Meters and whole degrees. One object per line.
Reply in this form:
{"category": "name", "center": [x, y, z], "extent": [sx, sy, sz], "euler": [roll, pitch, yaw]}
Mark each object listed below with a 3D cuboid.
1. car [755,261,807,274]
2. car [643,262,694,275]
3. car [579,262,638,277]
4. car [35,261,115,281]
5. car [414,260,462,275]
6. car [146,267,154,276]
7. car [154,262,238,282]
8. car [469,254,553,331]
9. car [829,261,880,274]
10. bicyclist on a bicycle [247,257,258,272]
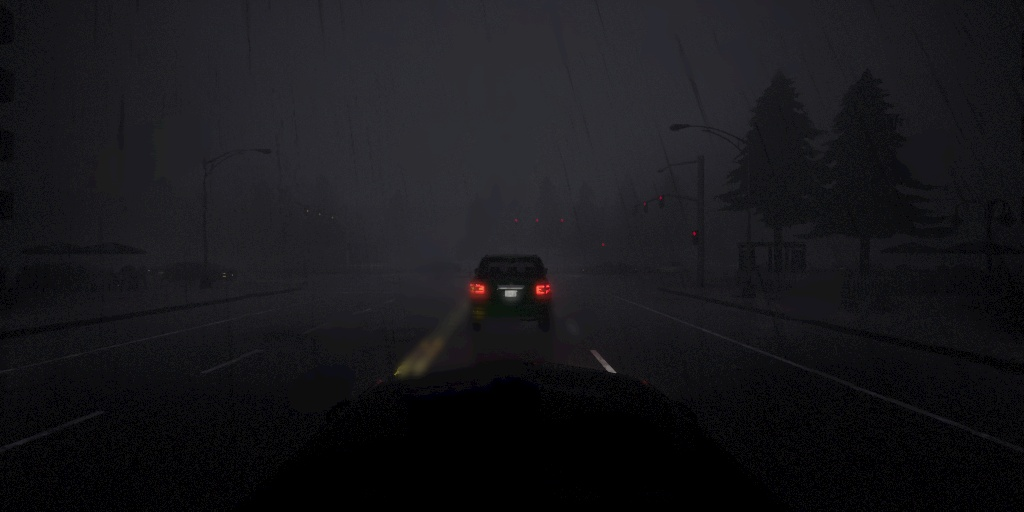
{"category": "car", "center": [25.666, 1.186, 34.741], "extent": [4.902, 1.511, 2.128], "euler": [0, 0, 0]}
{"category": "car", "center": [16.578, 1.295, 38.212], "extent": [4.718, 1.301, 1.895], "euler": [0, 0, 0]}
{"category": "car", "center": [9.306, 1.248, 34.652], "extent": [5.357, 1.411, 2.033], "euler": [0, 0, 0]}
{"category": "car", "center": [-33.003, 1.172, 26.973], "extent": [5.008, 1.535, 1.882], "euler": [0, 0, -2]}
{"category": "car", "center": [-7.793, 1.176, 38.006], "extent": [5.008, 1.535, 1.882], "euler": [0, 0, 0]}
{"category": "car", "center": [-27.767, 1.242, 30.610], "extent": [5.357, 1.411, 2.033], "euler": [0, 0, -2]}
{"category": "car", "center": [-23.535, 1.199, 27.150], "extent": [4.892, 1.490, 1.837], "euler": [0, 0, -1]}
{"category": "car", "center": [-0.020, 0.971, 11.086], "extent": [2.150, 2.045, 5.566], "euler": [0, 0, 0]}
{"category": "car", "center": [36.516, 1.220, 37.992], "extent": [4.674, 1.442, 1.812], "euler": [0, 0, 4]}
{"category": "bicyclist on a bicycle", "center": [-30.097, 0.995, 41.602], "extent": [0.582, 1.620, 1.656], "euler": [0, 0, 0]}
